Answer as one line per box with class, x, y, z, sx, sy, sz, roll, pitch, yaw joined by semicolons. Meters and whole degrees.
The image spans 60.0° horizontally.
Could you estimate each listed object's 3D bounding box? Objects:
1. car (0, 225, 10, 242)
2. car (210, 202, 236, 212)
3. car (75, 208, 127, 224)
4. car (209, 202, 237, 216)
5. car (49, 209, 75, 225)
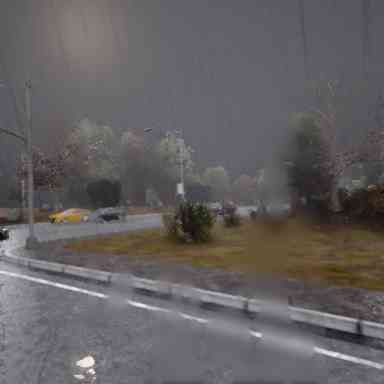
car;-11.574;1.993;16.161;2.128;1.511;4.902;-3;-2;36
car;5.242;2.511;54.988;2.033;1.411;5.357;-3;-2;32
car;-8.659;2.319;33.075;2.128;1.511;4.902;-3;-2;33
car;3.600;1.907;39.173;2.097;1.767;4.553;-3;-2;32
car;-12.187;2.458;34.067;1.882;1.535;5.008;-3;-2;33
